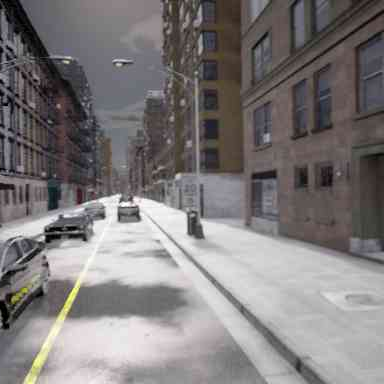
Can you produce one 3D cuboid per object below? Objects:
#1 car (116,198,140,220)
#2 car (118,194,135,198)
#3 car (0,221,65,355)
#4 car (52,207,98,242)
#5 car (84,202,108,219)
[{"bbox_3d":[-5.547,1.555,29.064,2.128,1.511,4.902,-1,0,-11],"label":"car"},{"bbox_3d":[-9.643,1.326,49.194,2.150,2.045,5.566,-1,0,-11],"label":"car"},{"bbox_3d":[-3.836,1.564,5.828,2.128,1.511,4.902,-1,0,-12],"label":"car"},{"bbox_3d":[-6.092,1.701,16.930,1.895,1.301,4.718,-1,0,-11],"label":"car"},{"bbox_3d":[-8.749,1.657,30.126,1.812,1.442,4.674,-1,1,-11],"label":"car"}]
